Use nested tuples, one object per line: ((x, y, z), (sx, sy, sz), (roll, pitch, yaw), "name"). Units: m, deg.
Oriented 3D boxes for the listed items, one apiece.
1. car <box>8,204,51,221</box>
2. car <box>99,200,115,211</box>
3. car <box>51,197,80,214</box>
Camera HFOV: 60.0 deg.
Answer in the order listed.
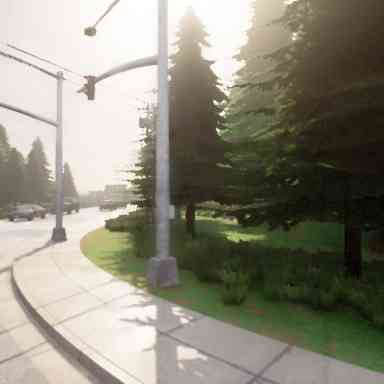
((-15.113, 1.862, 30.767), (1.812, 1.442, 4.674), (0, -1, -3), "car")
((-12.494, 2.029, 49.426), (1.837, 1.490, 4.892), (0, -1, -3), "car")
((-15.688, 1.669, 41.420), (2.150, 2.045, 5.566), (0, -1, -3), "car")
